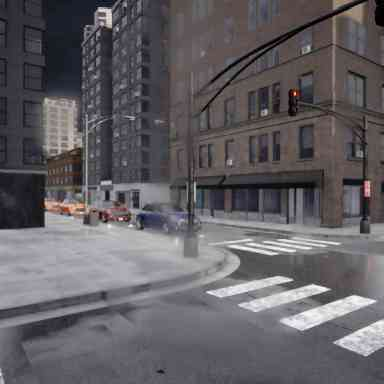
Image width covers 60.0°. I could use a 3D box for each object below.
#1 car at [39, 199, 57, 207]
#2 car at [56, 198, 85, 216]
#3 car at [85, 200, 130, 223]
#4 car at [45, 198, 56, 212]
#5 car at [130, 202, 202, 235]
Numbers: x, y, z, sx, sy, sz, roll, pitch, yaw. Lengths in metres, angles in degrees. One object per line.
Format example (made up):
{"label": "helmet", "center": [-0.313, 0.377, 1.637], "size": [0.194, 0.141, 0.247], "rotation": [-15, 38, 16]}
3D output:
{"label": "car", "center": [-24.761, 1.864, 57.213], "size": [1.895, 1.301, 4.718], "rotation": [0, 0, -35]}
{"label": "car", "center": [-12.243, 1.502, 34.658], "size": [2.097, 1.767, 4.553], "rotation": [0, 0, -35]}
{"label": "car", "center": [-6.645, 1.460, 26.787], "size": [2.097, 1.767, 4.553], "rotation": [0, 0, -35]}
{"label": "car", "center": [-18.027, 1.544, 42.785], "size": [2.097, 1.767, 4.553], "rotation": [0, 0, -35]}
{"label": "car", "center": [-1.447, 1.421, 19.504], "size": [2.097, 1.767, 4.553], "rotation": [0, 0, -38]}
